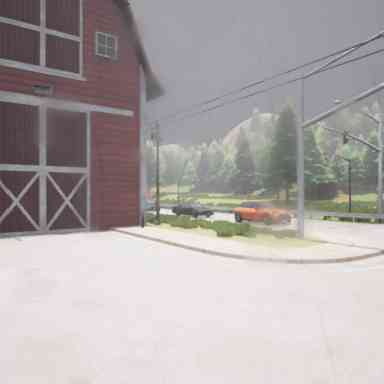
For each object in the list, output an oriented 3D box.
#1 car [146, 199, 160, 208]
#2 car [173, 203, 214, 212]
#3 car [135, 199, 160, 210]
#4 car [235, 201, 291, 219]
[{"bbox_3d":[-5.649,1.834,41.625,1.994,1.385,4.181,0,0,-35],"label":"car"},{"bbox_3d":[-0.024,1.765,33.412,2.033,1.411,5.357,0,0,-35],"label":"car"},{"bbox_3d":[-6.700,1.841,49.529,1.812,1.442,4.674,0,0,-34],"label":"car"},{"bbox_3d":[5.358,1.520,25.557,2.097,1.767,4.553,0,0,-34],"label":"car"}]
